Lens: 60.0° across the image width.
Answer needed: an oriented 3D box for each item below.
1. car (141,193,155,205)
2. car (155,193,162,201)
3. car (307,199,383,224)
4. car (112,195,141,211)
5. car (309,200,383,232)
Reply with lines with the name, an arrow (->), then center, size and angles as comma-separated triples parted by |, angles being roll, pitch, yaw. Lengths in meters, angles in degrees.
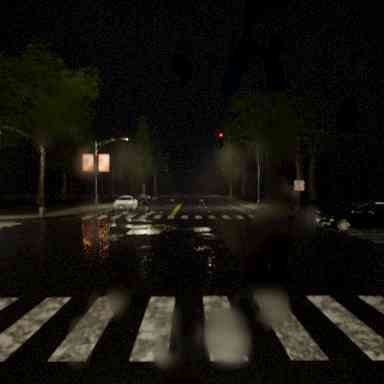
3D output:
car -> -6.594, 1.076, 44.849 | 1.895, 1.301, 4.718 | 0, 1, 0
car -> -6.555, 0.866, 60.641 | 1.812, 1.442, 4.674 | 0, 0, 1
car -> 9.890, 1.222, 21.079 | 4.674, 1.442, 1.812 | 0, 1, 5
car -> -6.599, 1.119, 33.318 | 1.812, 1.442, 4.674 | 0, 1, 0
car -> 8.987, 1.240, 17.398 | 4.892, 1.490, 1.837 | 0, 1, -1
